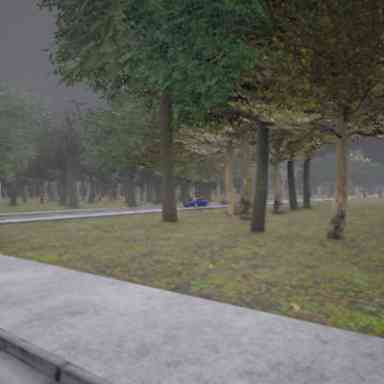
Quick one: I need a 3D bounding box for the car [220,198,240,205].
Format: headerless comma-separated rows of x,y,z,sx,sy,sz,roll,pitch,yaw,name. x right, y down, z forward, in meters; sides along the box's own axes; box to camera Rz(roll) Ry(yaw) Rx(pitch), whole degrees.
6.760,1.664,59.385,1.812,1.442,4.674,0,0,36,car

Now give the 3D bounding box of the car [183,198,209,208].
0.697,1.618,50.976,1.882,1.535,5.008,0,0,36,car
